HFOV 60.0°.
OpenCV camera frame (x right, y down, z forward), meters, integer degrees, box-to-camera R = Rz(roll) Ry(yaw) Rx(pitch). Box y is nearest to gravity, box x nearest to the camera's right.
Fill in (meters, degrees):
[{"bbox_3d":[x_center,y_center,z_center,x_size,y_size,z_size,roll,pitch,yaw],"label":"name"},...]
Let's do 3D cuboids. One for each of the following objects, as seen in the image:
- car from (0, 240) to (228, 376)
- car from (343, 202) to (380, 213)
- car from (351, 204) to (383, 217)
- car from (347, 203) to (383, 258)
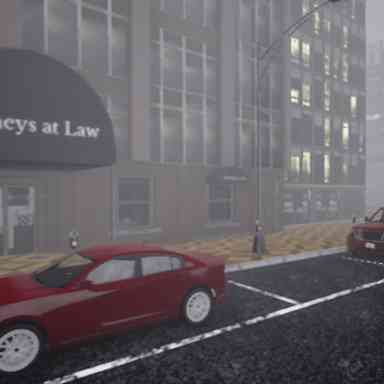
[{"bbox_3d":[-1.424,1.559,5.555,4.507,1.381,1.887,1,-1,-36],"label":"car"},{"bbox_3d":[25.237,2.268,49.558,2.008,1.369,4.403,-1,0,-36],"label":"car"},{"bbox_3d":[21.945,2.158,39.898,1.752,1.417,4.829,-1,0,-36],"label":"car"},{"bbox_3d":[7.752,1.411,12.122,5.009,1.841,2.192,1,-1,-36],"label":"car"}]
